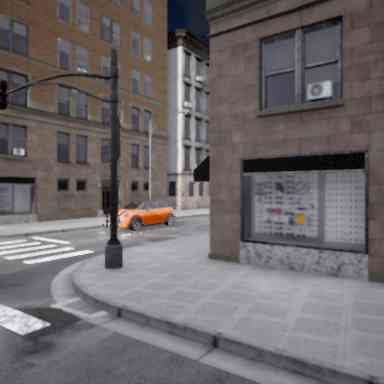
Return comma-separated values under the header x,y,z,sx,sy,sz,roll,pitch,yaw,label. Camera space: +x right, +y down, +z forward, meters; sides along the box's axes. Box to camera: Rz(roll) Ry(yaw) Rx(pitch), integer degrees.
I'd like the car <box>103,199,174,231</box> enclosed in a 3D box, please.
x,y,z,sx,sy,sz,roll,pitch,yaw,label
-3.094,1.267,20.034,2.097,1.767,4.553,0,0,35,car
